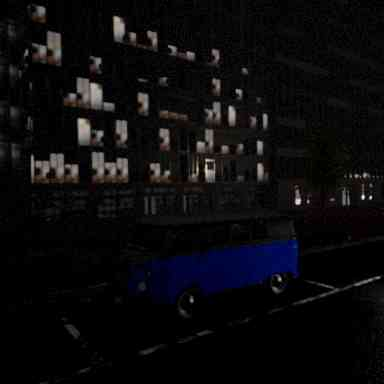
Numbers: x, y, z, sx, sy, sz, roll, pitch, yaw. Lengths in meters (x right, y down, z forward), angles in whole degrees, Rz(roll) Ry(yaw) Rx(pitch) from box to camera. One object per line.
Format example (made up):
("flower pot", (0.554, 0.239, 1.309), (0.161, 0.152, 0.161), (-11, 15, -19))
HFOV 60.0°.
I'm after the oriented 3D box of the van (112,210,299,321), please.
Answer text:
("van", (0.446, 1.310, 6.894), (3.998, 1.788, 1.690), (-1, -1, -35))
